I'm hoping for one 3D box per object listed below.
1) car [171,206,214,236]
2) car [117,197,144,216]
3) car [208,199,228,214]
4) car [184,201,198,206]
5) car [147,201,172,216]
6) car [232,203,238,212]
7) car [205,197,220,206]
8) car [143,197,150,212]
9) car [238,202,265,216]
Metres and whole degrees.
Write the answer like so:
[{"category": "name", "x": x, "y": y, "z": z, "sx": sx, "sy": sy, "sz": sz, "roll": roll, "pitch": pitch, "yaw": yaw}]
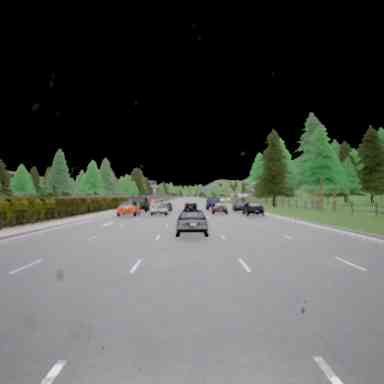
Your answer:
[{"category": "car", "x": 0.003, "y": 1.777, "z": 19.933, "sx": 2.033, "sy": 1.411, "sz": 5.357, "roll": 0, "pitch": -1, "yaw": 0}, {"category": "car", "x": -7.095, "y": 1.805, "z": 37.864, "sx": 2.097, "sy": 1.767, "sz": 4.553, "roll": 0, "pitch": -1, "yaw": 0}, {"category": "car", "x": 3.387, "y": 1.996, "z": 41.698, "sx": 1.812, "sy": 1.442, "sz": 4.674, "roll": 0, "pitch": -1, "yaw": 0}, {"category": "car", "x": -0.165, "y": 2.059, "z": 50.623, "sx": 1.882, "sy": 1.535, "sz": 5.008, "roll": 0, "pitch": 0, "yaw": 0}, {"category": "car", "x": -3.694, "y": 2.052, "z": 38.465, "sx": 1.895, "sy": 1.301, "sz": 4.718, "roll": 0, "pitch": -1, "yaw": 0}, {"category": "car", "x": 6.760, "y": 2.123, "z": 46.971, "sx": 1.895, "sy": 1.301, "sz": 4.718, "roll": 0, "pitch": -1, "yaw": 0}, {"category": "car", "x": 3.332, "y": 1.814, "z": 52.371, "sx": 2.150, "sy": 2.045, "sz": 5.566, "roll": 0, "pitch": -1, "yaw": -1}, {"category": "car", "x": -7.248, "y": 1.786, "z": 47.467, "sx": 2.150, "sy": 2.045, "sz": 5.566, "roll": 0, "pitch": -1, "yaw": 0}, {"category": "car", "x": 6.808, "y": 1.890, "z": 37.420, "sx": 1.882, "sy": 1.535, "sz": 5.008, "roll": 0, "pitch": -1, "yaw": 0}]
